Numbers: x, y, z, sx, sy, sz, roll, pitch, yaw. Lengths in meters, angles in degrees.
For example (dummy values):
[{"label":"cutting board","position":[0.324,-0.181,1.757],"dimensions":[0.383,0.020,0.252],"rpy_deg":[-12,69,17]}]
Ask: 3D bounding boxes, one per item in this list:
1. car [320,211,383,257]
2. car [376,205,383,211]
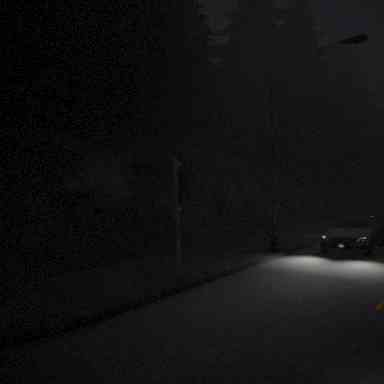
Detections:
[{"label":"car","position":[6.979,1.742,14.253],"dimensions":[1.812,1.442,4.674],"rpy_deg":[-2,-2,38]},{"label":"car","position":[13.254,1.637,22.192],"dimensions":[2.097,1.767,4.553],"rpy_deg":[-2,-2,38]}]
